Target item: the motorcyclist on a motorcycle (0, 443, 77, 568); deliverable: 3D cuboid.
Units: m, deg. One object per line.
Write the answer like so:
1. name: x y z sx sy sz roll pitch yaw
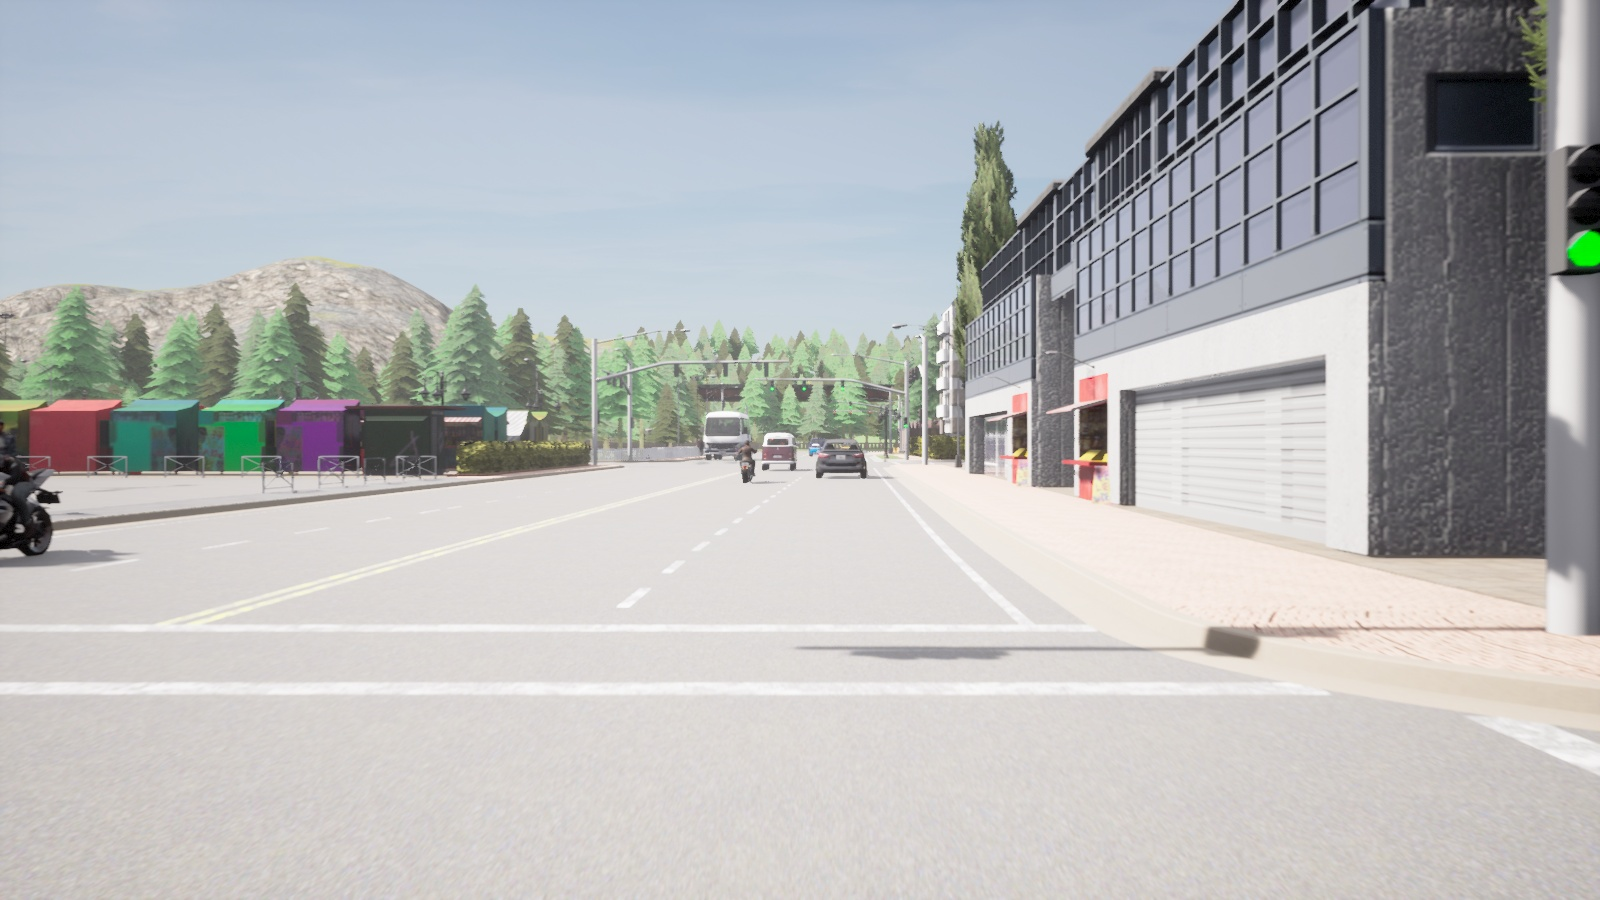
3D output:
1. motorcyclist on a motorcycle: -10.248 0.684 15.903 0.866 1.530 2.191 0 0 2

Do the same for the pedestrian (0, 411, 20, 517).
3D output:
1. pedestrian: -14.992 0.261 23.473 0.423 1.949 0.788 0 0 -8

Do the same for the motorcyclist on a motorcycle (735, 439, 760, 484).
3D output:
1. motorcyclist on a motorcycle: -1.980 0.427 47.553 0.766 1.649 2.350 0 0 2

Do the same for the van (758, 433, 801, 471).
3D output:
1. van: -1.088 0.079 69.164 2.069 2.038 4.480 0 0 2

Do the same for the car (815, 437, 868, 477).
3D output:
1. car: 1.823 0.283 54.833 2.242 1.667 4.611 0 0 2
